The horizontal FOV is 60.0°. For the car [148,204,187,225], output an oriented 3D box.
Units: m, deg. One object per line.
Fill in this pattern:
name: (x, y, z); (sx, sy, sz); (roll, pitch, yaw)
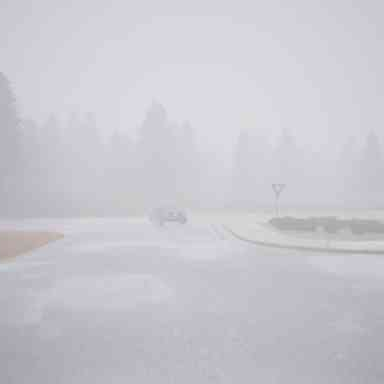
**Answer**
car: (-1.874, 1.577, 24.117); (2.033, 1.411, 5.357); (0, 0, -18)

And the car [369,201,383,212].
car: (23.607, 1.632, 39.223); (5.357, 1.411, 2.033); (0, 0, -18)
